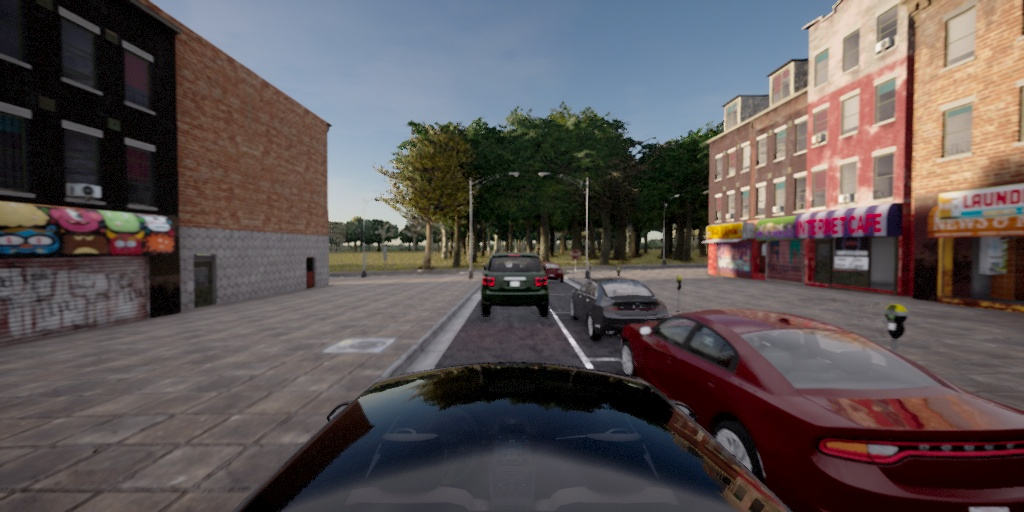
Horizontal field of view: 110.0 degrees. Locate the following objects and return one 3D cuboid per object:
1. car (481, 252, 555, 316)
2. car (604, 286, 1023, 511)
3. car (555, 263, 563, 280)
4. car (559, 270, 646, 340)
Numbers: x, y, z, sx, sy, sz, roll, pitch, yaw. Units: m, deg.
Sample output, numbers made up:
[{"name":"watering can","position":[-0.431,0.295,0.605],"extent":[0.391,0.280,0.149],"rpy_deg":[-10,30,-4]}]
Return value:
[{"name":"car","position":[0.100,0.889,13.150],"extent":[2.150,2.045,5.566],"rpy_deg":[0,0,0]},{"name":"car","position":[2.637,1.277,4.198],"extent":[1.888,1.381,4.507],"rpy_deg":[0,0,0]},{"name":"car","position":[2.635,1.127,25.823],"extent":[1.888,1.381,4.507],"rpy_deg":[0,0,0]},{"name":"car","position":[2.636,1.243,9.604],"extent":[2.007,1.370,4.403],"rpy_deg":[0,0,0]}]
